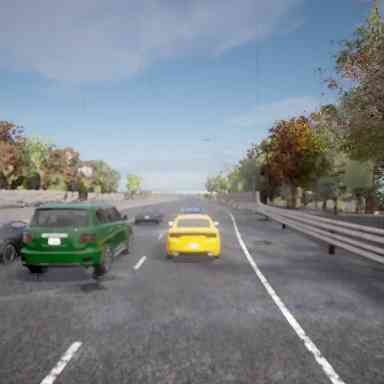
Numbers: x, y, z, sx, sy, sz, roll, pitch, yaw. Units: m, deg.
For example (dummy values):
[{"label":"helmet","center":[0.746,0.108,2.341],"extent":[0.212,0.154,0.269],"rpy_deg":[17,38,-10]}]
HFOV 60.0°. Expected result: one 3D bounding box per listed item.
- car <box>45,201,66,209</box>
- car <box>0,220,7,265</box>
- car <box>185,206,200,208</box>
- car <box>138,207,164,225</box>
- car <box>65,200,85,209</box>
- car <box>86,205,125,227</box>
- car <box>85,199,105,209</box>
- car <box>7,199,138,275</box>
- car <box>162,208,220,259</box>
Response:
[{"label":"car","center":[-24.486,2.318,59.884],"extent":[1.812,1.442,4.674],"rpy_deg":[0,-1,1]},{"label":"car","center":[-6.945,1.722,12.394],"extent":[1.994,1.385,4.181],"rpy_deg":[0,-1,0]},{"label":"car","center":[0.067,1.884,28.013],"extent":[1.812,1.442,4.674],"rpy_deg":[0,-1,0]},{"label":"car","center":[-3.436,1.917,27.517],"extent":[1.994,1.385,4.181],"rpy_deg":[0,-1,0]},{"label":"car","center":[-20.990,2.297,59.951],"extent":[1.837,1.490,4.892],"rpy_deg":[0,-1,1]},{"label":"car","center":[-6.938,1.855,27.273],"extent":[1.837,1.490,4.892],"rpy_deg":[0,0,0]},{"label":"car","center":[-17.496,2.149,60.209],"extent":[2.097,1.767,4.553],"rpy_deg":[0,-1,1]},{"label":"car","center":[-3.456,1.363,11.086],"extent":[2.150,2.045,5.566],"rpy_deg":[0,0,0]},{"label":"car","center":[0.062,1.648,13.452],"extent":[1.882,1.535,5.008],"rpy_deg":[0,0,0]}]
